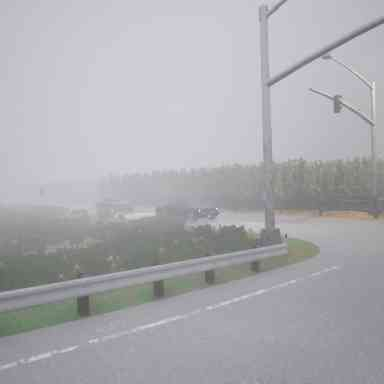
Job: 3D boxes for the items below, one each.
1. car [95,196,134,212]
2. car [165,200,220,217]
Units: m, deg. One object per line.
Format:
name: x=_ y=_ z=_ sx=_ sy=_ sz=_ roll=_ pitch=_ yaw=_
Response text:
car: x=-7.035 y=1.124 z=29.821 sx=1.837 sy=1.490 sz=4.892 roll=-3 pitch=2 yaw=-40
car: x=-0.369 y=1.180 z=22.021 sx=1.895 sy=1.301 sz=4.718 roll=-3 pitch=2 yaw=-41
